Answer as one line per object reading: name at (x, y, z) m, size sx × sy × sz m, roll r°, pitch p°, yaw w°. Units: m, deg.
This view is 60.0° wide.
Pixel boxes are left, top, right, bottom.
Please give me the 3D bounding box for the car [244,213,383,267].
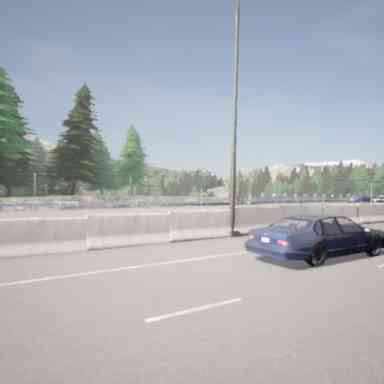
car at (4.194, 1.402, 10.789) m, size 5.357 × 1.411 × 2.033 m, roll 0°, pitch 1°, yaw -33°
